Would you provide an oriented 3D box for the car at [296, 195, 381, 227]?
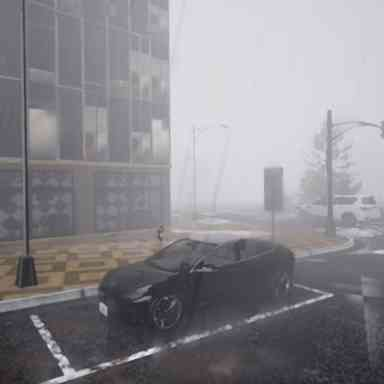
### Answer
[{"bbox_3d":[9.920,1.211,22.996,2.150,2.045,5.566,-1,0,-35],"label":"car"}]

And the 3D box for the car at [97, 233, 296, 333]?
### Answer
[{"bbox_3d":[0.302,1.564,6.782,4.313,1.339,1.947,0,-1,-35],"label":"car"}]
